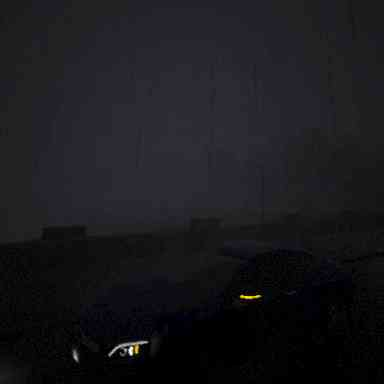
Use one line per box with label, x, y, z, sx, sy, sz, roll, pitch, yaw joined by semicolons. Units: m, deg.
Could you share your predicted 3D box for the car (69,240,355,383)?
car;0.624;1.524;5.015;4.674;1.442;1.812;0;0;-35
